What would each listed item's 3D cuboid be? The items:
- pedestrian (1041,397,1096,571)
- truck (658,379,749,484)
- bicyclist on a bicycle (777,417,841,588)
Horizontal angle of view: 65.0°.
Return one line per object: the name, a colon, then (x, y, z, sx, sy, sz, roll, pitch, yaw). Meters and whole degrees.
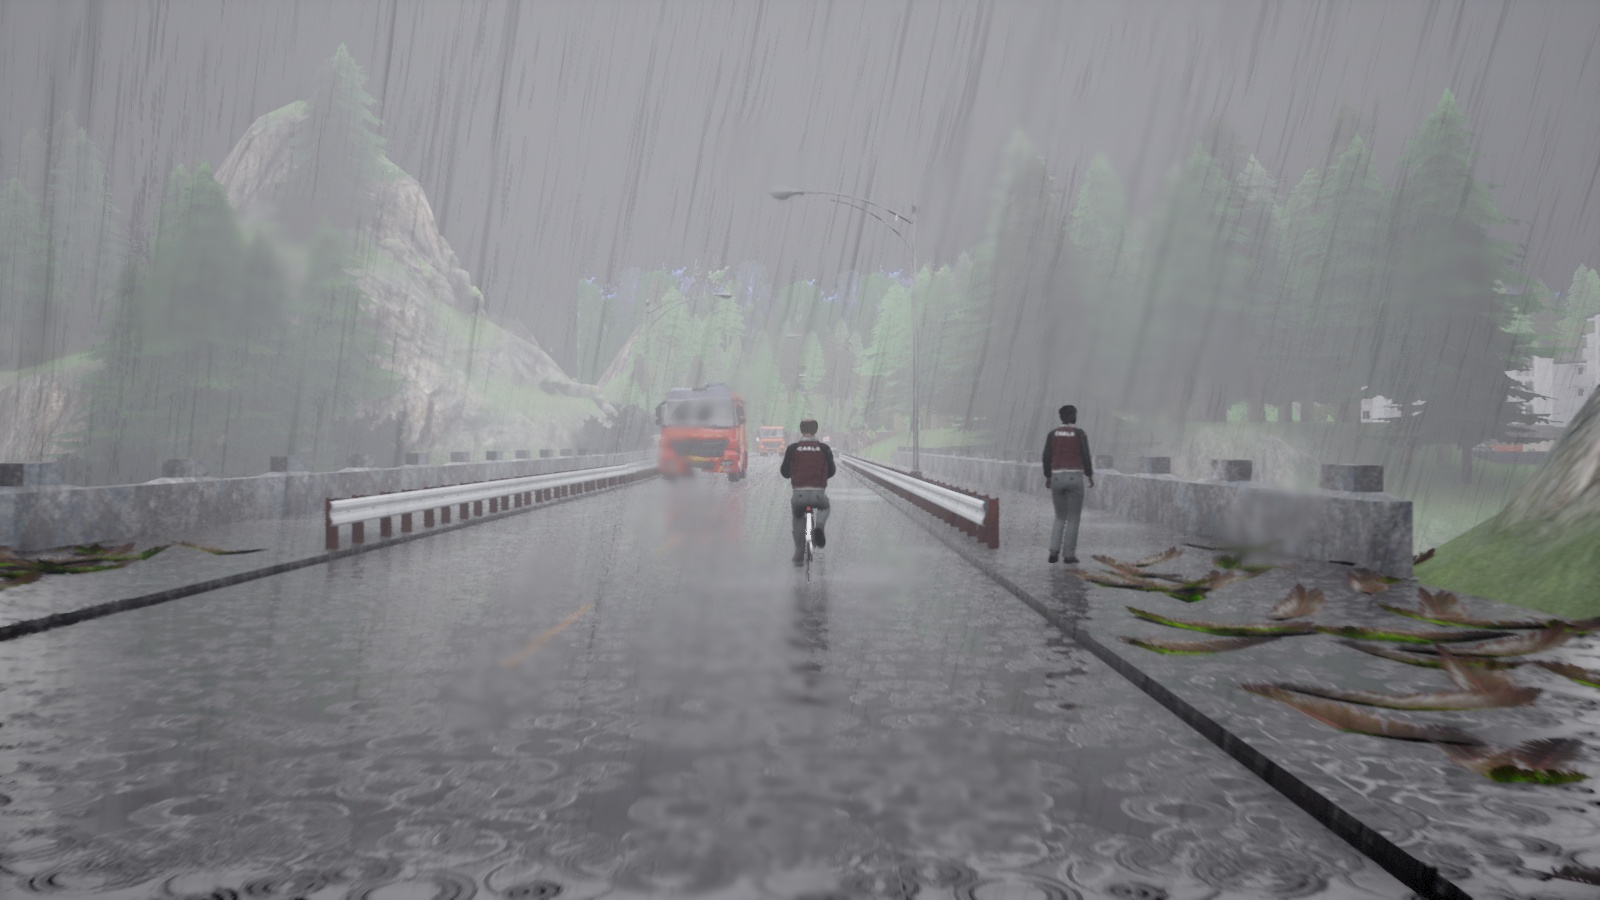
pedestrian: (3.071, 0.377, 14.347, 0.402, 1.930, 0.666, 0, 0, 32)
truck: (-3.687, -0.702, 49.854, 2.891, 3.827, 8.468, 0, 0, 0)
bicyclist on a bicycle: (0.098, 0.539, 13.926, 0.659, 1.776, 1.843, 0, 0, 0)
